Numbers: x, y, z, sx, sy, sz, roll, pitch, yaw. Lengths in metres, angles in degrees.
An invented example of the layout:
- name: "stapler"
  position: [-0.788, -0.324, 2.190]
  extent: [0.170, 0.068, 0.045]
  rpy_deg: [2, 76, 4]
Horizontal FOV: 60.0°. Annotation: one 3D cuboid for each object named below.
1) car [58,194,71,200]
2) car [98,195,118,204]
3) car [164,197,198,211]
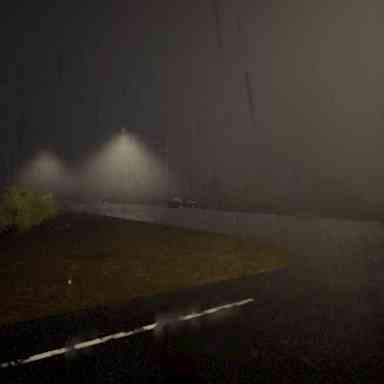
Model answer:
- name: "car"
  position: [-28.404, 1.125, 73.927]
  extent: [1.812, 1.442, 4.674]
  rpy_deg: [0, 0, -37]
- name: "car"
  position: [-13.838, 1.252, 54.743]
  extent: [1.837, 1.490, 4.892]
  rpy_deg: [0, 0, -37]
- name: "car"
  position: [-1.324, 1.338, 38.263]
  extent: [2.128, 1.511, 4.902]
  rpy_deg: [0, 0, -37]
